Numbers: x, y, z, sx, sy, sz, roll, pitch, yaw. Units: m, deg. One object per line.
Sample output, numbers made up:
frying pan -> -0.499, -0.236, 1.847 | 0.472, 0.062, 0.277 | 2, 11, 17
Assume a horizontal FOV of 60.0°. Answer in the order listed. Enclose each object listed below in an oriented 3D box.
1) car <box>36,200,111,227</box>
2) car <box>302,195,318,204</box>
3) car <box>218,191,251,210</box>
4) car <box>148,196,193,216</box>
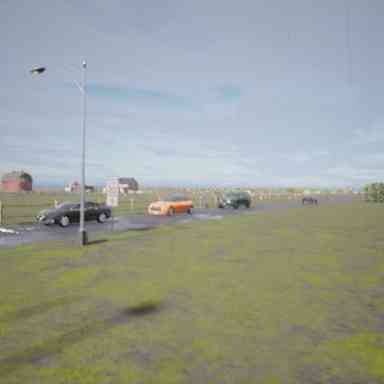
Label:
car -> -7.353, 1.284, 21.059 | 1.837, 1.490, 4.892 | 1, 1, 32
car -> 20.365, 1.306, 57.323 | 1.837, 1.490, 4.892 | 1, 1, 34
car -> 5.178, 0.971, 39.858 | 2.150, 2.045, 5.566 | 1, 1, 34
car -> -1.799, 1.118, 29.433 | 2.097, 1.767, 4.553 | 1, 1, 34
